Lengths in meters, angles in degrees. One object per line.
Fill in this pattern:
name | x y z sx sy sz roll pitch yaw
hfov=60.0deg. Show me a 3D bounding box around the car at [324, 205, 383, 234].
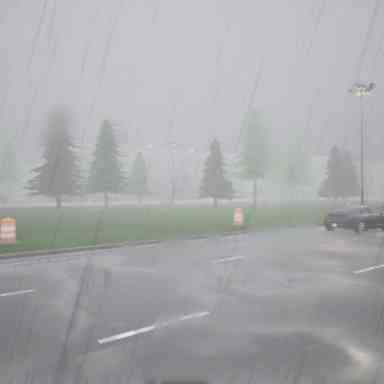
car | 9.657 1.521 19.318 4.892 1.490 1.837 -1 0 -35
